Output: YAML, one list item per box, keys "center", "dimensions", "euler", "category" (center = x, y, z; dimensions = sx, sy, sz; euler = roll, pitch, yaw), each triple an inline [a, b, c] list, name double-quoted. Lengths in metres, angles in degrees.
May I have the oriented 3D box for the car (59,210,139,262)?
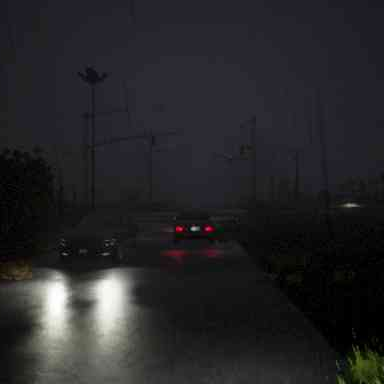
- center: [-3.185, 1.467, 12.249]
  dimensions: [1.882, 1.535, 5.008]
  euler: [0, 0, 0]
  category: "car"

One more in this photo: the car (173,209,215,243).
- center: [0.076, 1.531, 15.819]
  dimensions: [2.033, 1.411, 5.357]
  euler: [0, 0, 0]
  category: "car"
